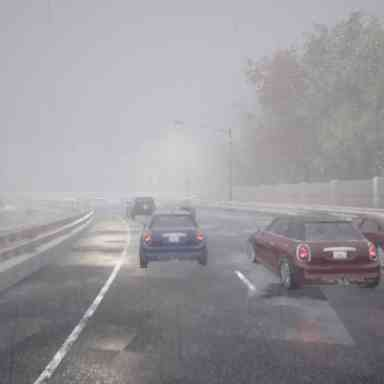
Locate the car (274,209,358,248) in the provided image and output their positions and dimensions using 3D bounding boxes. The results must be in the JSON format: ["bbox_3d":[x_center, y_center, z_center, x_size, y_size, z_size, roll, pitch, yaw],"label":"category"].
[{"bbox_3d":[5.738,1.633,16.016,1.994,1.385,4.181,0,0,-8],"label":"car"}]

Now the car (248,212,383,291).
[{"bbox_3d":[3.041,1.394,9.329,2.097,1.767,4.553,0,0,-5],"label":"car"}]

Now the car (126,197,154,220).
[{"bbox_3d":[-4.748,1.438,30.745,2.150,2.045,5.566,0,0,-18],"label":"car"}]

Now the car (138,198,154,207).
[{"bbox_3d":[-8.478,1.919,61.400,2.128,1.511,4.902,0,0,-18],"label":"car"}]

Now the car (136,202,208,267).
[{"bbox_3d":[-0.774,1.431,11.986,2.097,1.767,4.553,0,0,-7],"label":"car"}]

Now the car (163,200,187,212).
[{"bbox_3d":[-2.339,1.817,44.716,1.812,1.442,4.674,0,0,-20],"label":"car"}]

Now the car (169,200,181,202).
[{"bbox_3d":[-1.001,1.699,30.379,1.837,1.490,4.892,0,0,-16],"label":"car"}]
